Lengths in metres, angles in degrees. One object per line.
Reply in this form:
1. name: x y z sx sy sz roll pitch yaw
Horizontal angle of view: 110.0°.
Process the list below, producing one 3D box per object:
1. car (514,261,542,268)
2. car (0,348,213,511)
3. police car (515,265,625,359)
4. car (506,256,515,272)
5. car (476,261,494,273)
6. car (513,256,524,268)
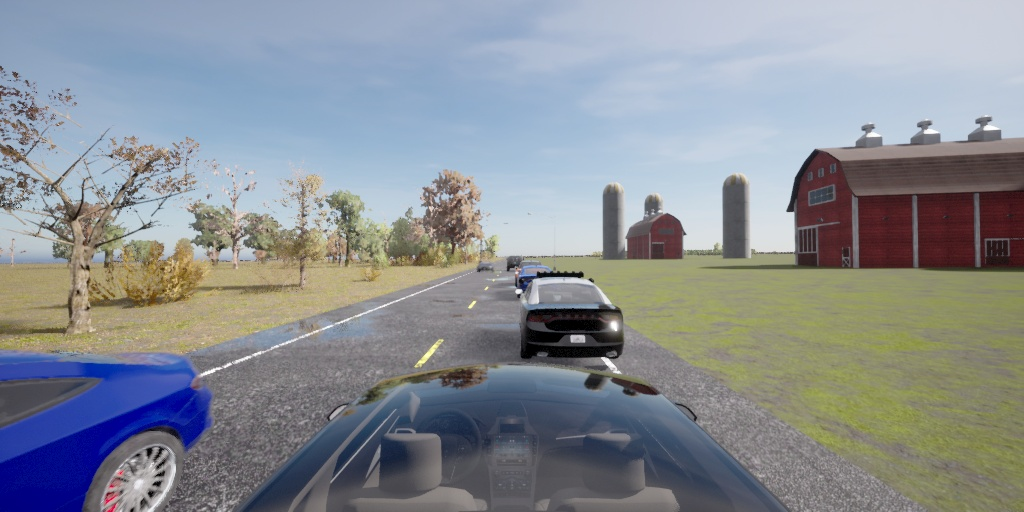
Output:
1. car: 1.204 1.228 18.446 1.882 1.535 5.008 0 0 0
2. car: -3.592 1.275 1.323 1.812 1.442 4.674 0 0 1
3. police car: 1.119 1.176 8.556 1.930 1.638 5.238 0 0 0
4. car: 0.431 0.962 47.358 2.150 2.045 5.566 0 0 1
5. car: -3.225 1.306 44.033 1.994 1.385 4.181 0 0 1
6. car: 1.254 1.100 24.416 2.097 1.767 4.553 0 0 0
